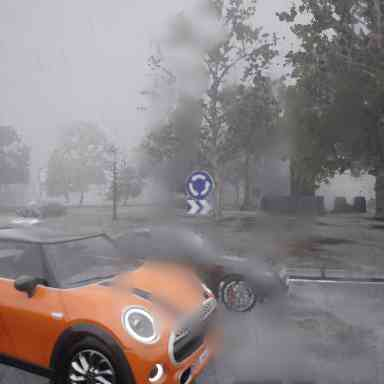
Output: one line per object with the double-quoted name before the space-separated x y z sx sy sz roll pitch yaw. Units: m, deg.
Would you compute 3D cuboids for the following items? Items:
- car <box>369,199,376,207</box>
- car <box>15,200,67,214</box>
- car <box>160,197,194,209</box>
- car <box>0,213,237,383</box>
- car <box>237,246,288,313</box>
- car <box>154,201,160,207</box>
"car" 25.240 1.351 44.038 1.812 1.442 4.674 0 0 3
"car" -12.678 1.546 28.720 1.994 1.385 4.181 0 0 11
"car" -1.282 1.416 43.310 4.892 1.490 1.837 0 -1 -21
"car" -1.887 1.353 4.891 4.553 1.767 2.097 0 0 25
"car" -0.266 1.518 7.500 4.674 1.442 1.812 0 1 22
"car" -2.497 1.457 46.265 5.357 1.411 2.033 0 0 -22
